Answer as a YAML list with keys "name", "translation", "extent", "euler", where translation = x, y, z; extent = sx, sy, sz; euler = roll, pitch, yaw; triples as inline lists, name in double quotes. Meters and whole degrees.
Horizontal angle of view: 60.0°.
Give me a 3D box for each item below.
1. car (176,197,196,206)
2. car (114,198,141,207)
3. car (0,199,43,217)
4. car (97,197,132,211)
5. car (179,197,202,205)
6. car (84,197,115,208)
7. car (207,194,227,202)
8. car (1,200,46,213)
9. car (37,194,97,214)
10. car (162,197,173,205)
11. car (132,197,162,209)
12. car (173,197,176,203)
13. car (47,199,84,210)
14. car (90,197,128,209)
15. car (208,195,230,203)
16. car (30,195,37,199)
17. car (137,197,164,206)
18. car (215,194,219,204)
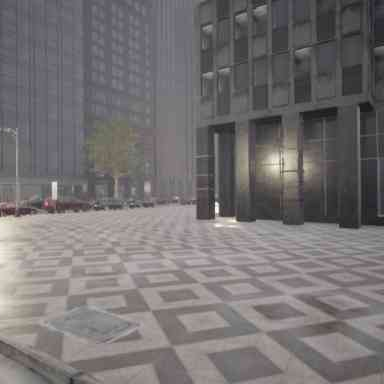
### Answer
- name: "car"
  translation: [-0.029, 1.462, 53.088]
  extent: [1.887, 1.381, 4.507]
  euler: [-1, 0, 35]
- name: "car"
  translation: [-10.243, 1.613, 53.310]
  extent: [1.802, 1.307, 4.206]
  euler: [-1, 0, 35]
- name: "car"
  translation: [-16.078, 1.577, 29.909]
  extent: [1.802, 1.307, 4.206]
  euler: [-1, 0, 35]
- name: "car"
  translation: [-9.658, 1.525, 39.181]
  extent: [1.947, 1.339, 4.313]
  euler: [-1, 0, 35]
- name: "car"
  translation: [-0.218, 1.506, 57.319]
  extent: [1.994, 1.385, 4.181]
  euler: [-1, 0, 34]
- name: "car"
  translation: [-13.455, 1.484, 48.673]
  extent: [1.967, 1.590, 4.097]
  euler: [-1, 0, 35]
- name: "car"
  translation: [5.808, 1.296, 76.493]
  extent: [2.192, 1.841, 5.009]
  euler: [-1, 0, 35]
- name: "car"
  translation: [-19.874, 1.643, 39.401]
  extent: [1.947, 1.339, 4.313]
  euler: [-1, 0, 35]
- name: "car"
  translation: [-12.870, 1.290, 34.546]
  extent: [2.192, 1.841, 5.009]
  euler: [-1, 0, 35]
- name: "car"
  translation: [-5.698, 1.590, 54.948]
  extent: [1.895, 1.301, 4.718]
  euler: [-1, 0, 35]
- name: "car"
  translation: [-6.448, 1.509, 43.816]
  extent: [1.947, 1.339, 4.313]
  euler: [-1, 0, 35]
- name: "car"
  translation: [-3.822, 1.574, 62.583]
  extent: [1.947, 1.339, 4.313]
  euler: [-1, 0, 35]
- name: "car"
  translation: [-16.664, 1.642, 44.037]
  extent: [1.802, 1.307, 4.206]
  euler: [-1, 0, 35]
- name: "car"
  translation: [-11.551, 1.505, 46.565]
  extent: [2.128, 1.511, 4.902]
  euler: [-1, 0, 35]
- name: "car"
  translation: [5.461, 1.416, 65.535]
  extent: [2.128, 1.511, 4.902]
  euler: [-1, 0, 35]
- name: "car"
  translation: [-17.272, 1.264, 38.331]
  extent: [2.150, 2.045, 5.566]
  euler: [-1, 0, 35]
- name: "car"
  translation: [-7.130, 1.544, 57.806]
  extent: [1.752, 1.417, 4.829]
  euler: [-1, 0, 35]
- name: "car"
  translation: [3.180, 1.222, 57.725]
  extent: [2.192, 1.841, 5.009]
  euler: [-1, 0, 35]
